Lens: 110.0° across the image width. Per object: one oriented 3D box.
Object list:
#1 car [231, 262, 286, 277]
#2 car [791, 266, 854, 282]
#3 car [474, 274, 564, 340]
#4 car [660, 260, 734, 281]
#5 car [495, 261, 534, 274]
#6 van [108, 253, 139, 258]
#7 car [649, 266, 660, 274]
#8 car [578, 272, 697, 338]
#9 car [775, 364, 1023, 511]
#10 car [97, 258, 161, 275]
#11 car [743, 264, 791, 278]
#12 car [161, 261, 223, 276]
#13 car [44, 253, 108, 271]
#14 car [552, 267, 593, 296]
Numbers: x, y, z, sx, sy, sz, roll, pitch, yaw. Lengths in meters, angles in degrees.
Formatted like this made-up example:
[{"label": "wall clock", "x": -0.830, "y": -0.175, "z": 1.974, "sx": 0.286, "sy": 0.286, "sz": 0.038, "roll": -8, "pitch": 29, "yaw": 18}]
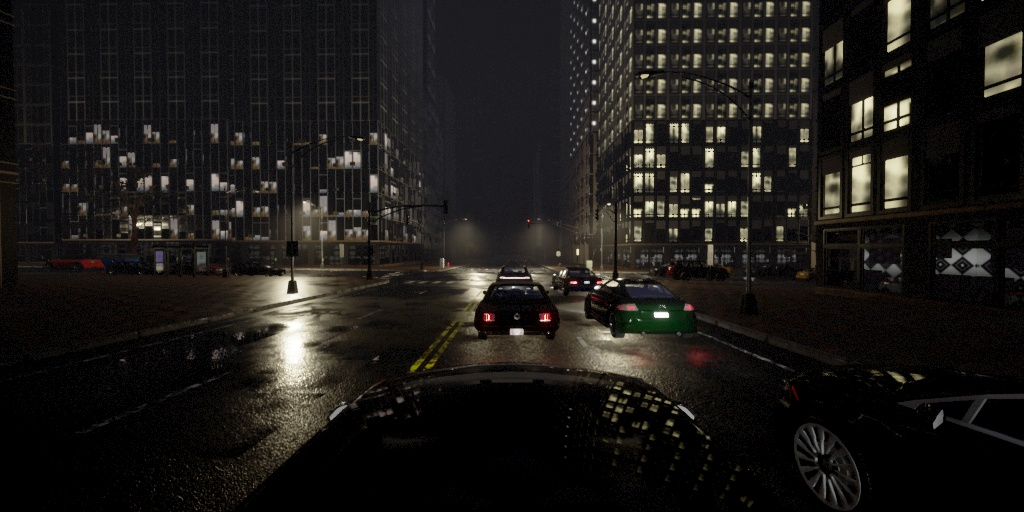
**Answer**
[{"label": "car", "x": -22.688, "y": 1.173, "z": 32.116, "sx": 4.313, "sy": 1.339, "sz": 1.948, "roll": 0, "pitch": 0, "yaw": 1}, {"label": "car", "x": 27.684, "y": 1.578, "z": 31.314, "sx": 4.829, "sy": 1.417, "sz": 1.751, "roll": 0, "pitch": 0, "yaw": 1}, {"label": "car", "x": 0.110, "y": 1.347, "z": 9.941, "sx": 1.895, "sy": 1.301, "sz": 4.718, "roll": 0, "pitch": 0, "yaw": 0}, {"label": "car", "x": 16.236, "y": 1.268, "z": 31.529, "sx": 5.009, "sy": 1.841, "sz": 2.192, "roll": 0, "pitch": 0, "yaw": 1}, {"label": "car", "x": 0.124, "y": 1.232, "z": 19.197, "sx": 2.128, "sy": 1.511, "sz": 4.902, "roll": 0, "pitch": 0, "yaw": 0}, {"label": "van", "x": -45.231, "y": 0.605, "z": 41.118, "sx": 3.998, "sy": 1.789, "sz": 1.690, "roll": 0, "pitch": 0, "yaw": 1}, {"label": "car", "x": 16.493, "y": 1.426, "z": 37.303, "sx": 4.181, "sy": 1.385, "sz": 1.994, "roll": 1, "pitch": 1, "yaw": 1}, {"label": "car", "x": 3.369, "y": 1.310, "z": 10.167, "sx": 1.994, "sy": 1.385, "sz": 4.181, "roll": 0, "pitch": 0, "yaw": -1}, {"label": "car", "x": 3.339, "y": 1.242, "z": 1.337, "sx": 2.128, "sy": 1.511, "sz": 4.902, "roll": 0, "pitch": 0, "yaw": 0}, {"label": "car", "x": -34.053, "y": 1.069, "z": 32.440, "sx": 4.313, "sy": 1.339, "sz": 1.948, "roll": 0, "pitch": 0, "yaw": 1}, {"label": "car", "x": 27.134, "y": 1.503, "z": 37.103, "sx": 5.357, "sy": 1.411, "sz": 2.033, "roll": 0, "pitch": 1, "yaw": 1}, {"label": "car", "x": -28.372, "y": 1.138, "z": 32.258, "sx": 4.207, "sy": 1.307, "sz": 1.802, "roll": 0, "pitch": 0, "yaw": 1}, {"label": "car", "x": -47.138, "y": 0.641, "z": 38.553, "sx": 4.553, "sy": 1.767, "sz": 2.097, "roll": 1, "pitch": 1, "yaw": 1}, {"label": "car", "x": 3.409, "y": 1.288, "z": 19.396, "sx": 2.033, "sy": 1.411, "sz": 5.357, "roll": 0, "pitch": 0, "yaw": -3}]
